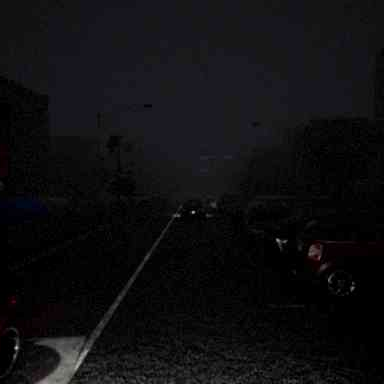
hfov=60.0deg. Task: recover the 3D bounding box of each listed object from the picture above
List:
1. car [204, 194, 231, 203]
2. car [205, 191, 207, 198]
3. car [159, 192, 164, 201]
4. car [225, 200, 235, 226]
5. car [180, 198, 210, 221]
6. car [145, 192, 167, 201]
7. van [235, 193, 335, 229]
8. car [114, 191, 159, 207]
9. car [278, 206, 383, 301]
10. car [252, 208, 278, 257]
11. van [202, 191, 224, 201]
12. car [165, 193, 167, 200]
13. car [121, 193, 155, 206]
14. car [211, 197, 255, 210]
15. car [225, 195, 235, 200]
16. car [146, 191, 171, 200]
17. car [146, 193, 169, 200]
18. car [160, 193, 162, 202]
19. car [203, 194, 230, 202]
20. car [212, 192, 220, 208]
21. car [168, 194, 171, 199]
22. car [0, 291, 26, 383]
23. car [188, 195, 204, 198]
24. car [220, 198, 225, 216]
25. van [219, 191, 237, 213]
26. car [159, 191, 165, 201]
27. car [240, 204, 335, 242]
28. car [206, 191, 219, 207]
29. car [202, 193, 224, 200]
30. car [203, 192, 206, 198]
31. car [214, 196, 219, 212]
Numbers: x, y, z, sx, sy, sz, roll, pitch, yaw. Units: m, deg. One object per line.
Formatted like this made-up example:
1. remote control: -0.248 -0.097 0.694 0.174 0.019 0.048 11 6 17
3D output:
1. car: 4.633 1.157 60.774 4.892 1.521 2.231 0 0 0
2. car: 4.662 1.089 49.724 4.553 1.767 2.185 0 0 0
3. car: -7.731 1.206 56.811 4.792 1.488 2.163 0 0 0
4. car: 4.637 1.378 18.995 5.008 1.535 2.097 0 0 0
5. car: 0.088 1.425 25.971 1.994 1.385 4.181 0 0 0
6. car: -7.677 0.968 71.505 4.553 1.767 2.185 0 0 0
7. van: 4.527 1.168 16.075 4.442 1.987 1.878 0 0 0
8. car: -7.726 0.988 45.056 5.566 2.045 2.435 0 0 0
9. car: 4.615 1.313 7.696 4.553 1.767 2.185 0 0 0
10. car: 4.640 1.425 10.489 4.892 1.521 2.231 0 0 0
11. van: 4.506 0.864 71.944 4.442 1.987 1.878 0 1 0
12. car: -7.710 1.147 62.561 4.892 1.521 2.231 0 0 0
13. car: -7.667 1.098 47.870 4.553 1.767 2.185 0 0 0
14. car: 4.664 1.304 38.425 4.792 1.488 2.163 0 0 0
15. car: 4.672 1.238 21.664 4.553 1.767 2.185 0 0 0
16. car: -7.681 0.741 77.275 5.566 2.045 2.435 0 1 0
17. car: -7.714 1.056 74.336 5.008 1.535 2.097 0 1 0
18. car: -7.698 1.232 53.872 4.674 1.452 2.002 0 0 0
19. car: 4.619 1.141 63.692 4.892 1.521 2.231 0 0 0
20. car: 4.606 1.179 32.837 4.553 1.767 2.185 0 0 0
21. car: -7.521 1.111 68.564 5.366 1.575 1.946 0 0 0
22. car: -3.100 1.550 2.521 1.994 1.385 4.181 0 0 0
23. car: 0.083 1.341 41.868 1.994 1.385 4.181 0 0 0
24. car: 4.638 1.389 24.457 4.674 1.452 2.002 0 0 0
25. van: 4.756 1.108 27.249 4.442 1.987 1.878 0 0 0
26. car: -7.734 1.035 59.748 4.553 1.767 2.185 0 0 0
27. car: 4.651 1.410 13.283 4.892 1.521 2.231 0 0 0
28. car: 4.664 1.038 35.631 5.566 2.045 2.435 0 0 0
29. car: 4.615 1.049 74.754 4.892 1.521 2.231 0 1 0
30. car: 4.601 0.934 55.185 5.566 2.045 2.435 0 0 0
31. car: 4.667 1.349 30.046 4.792 1.488 2.163 0 0 0
